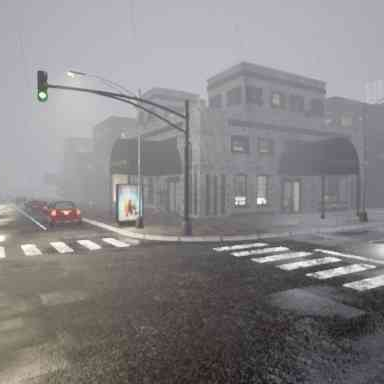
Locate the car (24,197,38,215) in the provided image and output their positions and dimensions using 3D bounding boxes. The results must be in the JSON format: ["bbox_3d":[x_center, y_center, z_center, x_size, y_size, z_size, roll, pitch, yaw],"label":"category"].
[{"bbox_3d":[-14.285,1.372,31.152,1.802,1.307,4.206,-1,1,-31],"label":"car"}]

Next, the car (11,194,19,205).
[{"bbox_3d":[-25.997,1.247,50.698,2.008,1.369,4.403,-1,1,-31],"label":"car"}]

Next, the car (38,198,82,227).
[{"bbox_3d":[-8.431,1.280,21.376,1.967,1.590,4.097,-1,1,-31],"label":"car"}]

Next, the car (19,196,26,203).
[{"bbox_3d":[-17.214,1.316,36.038,2.008,1.369,4.403,-1,1,-31],"label":"car"}]
